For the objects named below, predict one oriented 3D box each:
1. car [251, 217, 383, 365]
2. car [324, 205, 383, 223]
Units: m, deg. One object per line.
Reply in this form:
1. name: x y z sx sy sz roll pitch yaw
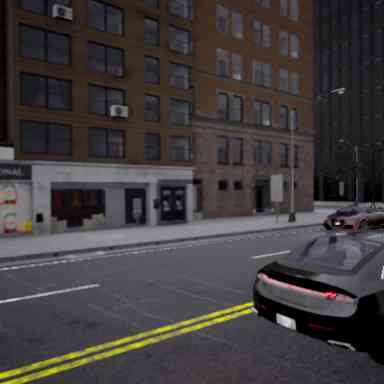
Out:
1. car: 3.186 1.438 5.712 4.902 1.511 2.128 -1 0 -36
2. car: 9.031 1.398 18.075 4.181 1.385 1.994 -1 0 -35
